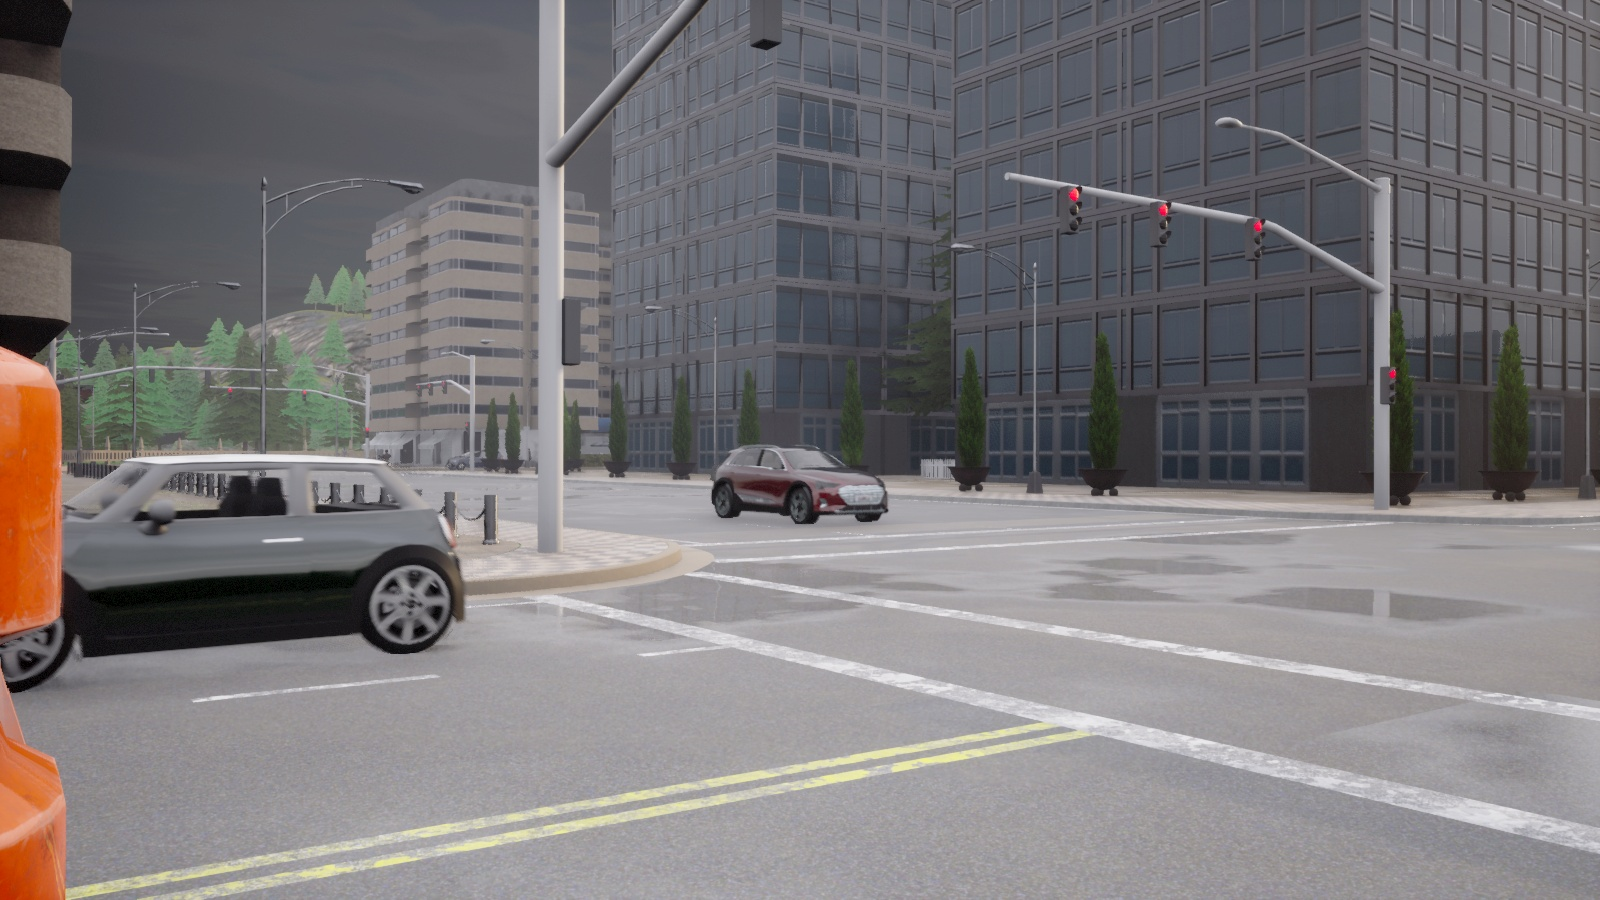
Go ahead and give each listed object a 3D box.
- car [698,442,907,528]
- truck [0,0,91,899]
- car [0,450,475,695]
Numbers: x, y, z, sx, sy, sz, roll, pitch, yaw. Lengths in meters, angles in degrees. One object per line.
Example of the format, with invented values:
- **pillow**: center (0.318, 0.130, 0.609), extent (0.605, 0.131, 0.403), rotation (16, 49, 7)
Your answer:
- **car**: center (-0.071, 0.685, 26.816), extent (2.033, 1.649, 4.856), rotation (0, 0, -35)
- **truck**: center (-4.853, -0.226, 0.292), extent (7.936, 3.462, 2.891), rotation (0, 0, -35)
- **car**: center (-4.550, 0.742, 9.046), extent (3.806, 1.475, 1.970), rotation (0, 0, -38)
